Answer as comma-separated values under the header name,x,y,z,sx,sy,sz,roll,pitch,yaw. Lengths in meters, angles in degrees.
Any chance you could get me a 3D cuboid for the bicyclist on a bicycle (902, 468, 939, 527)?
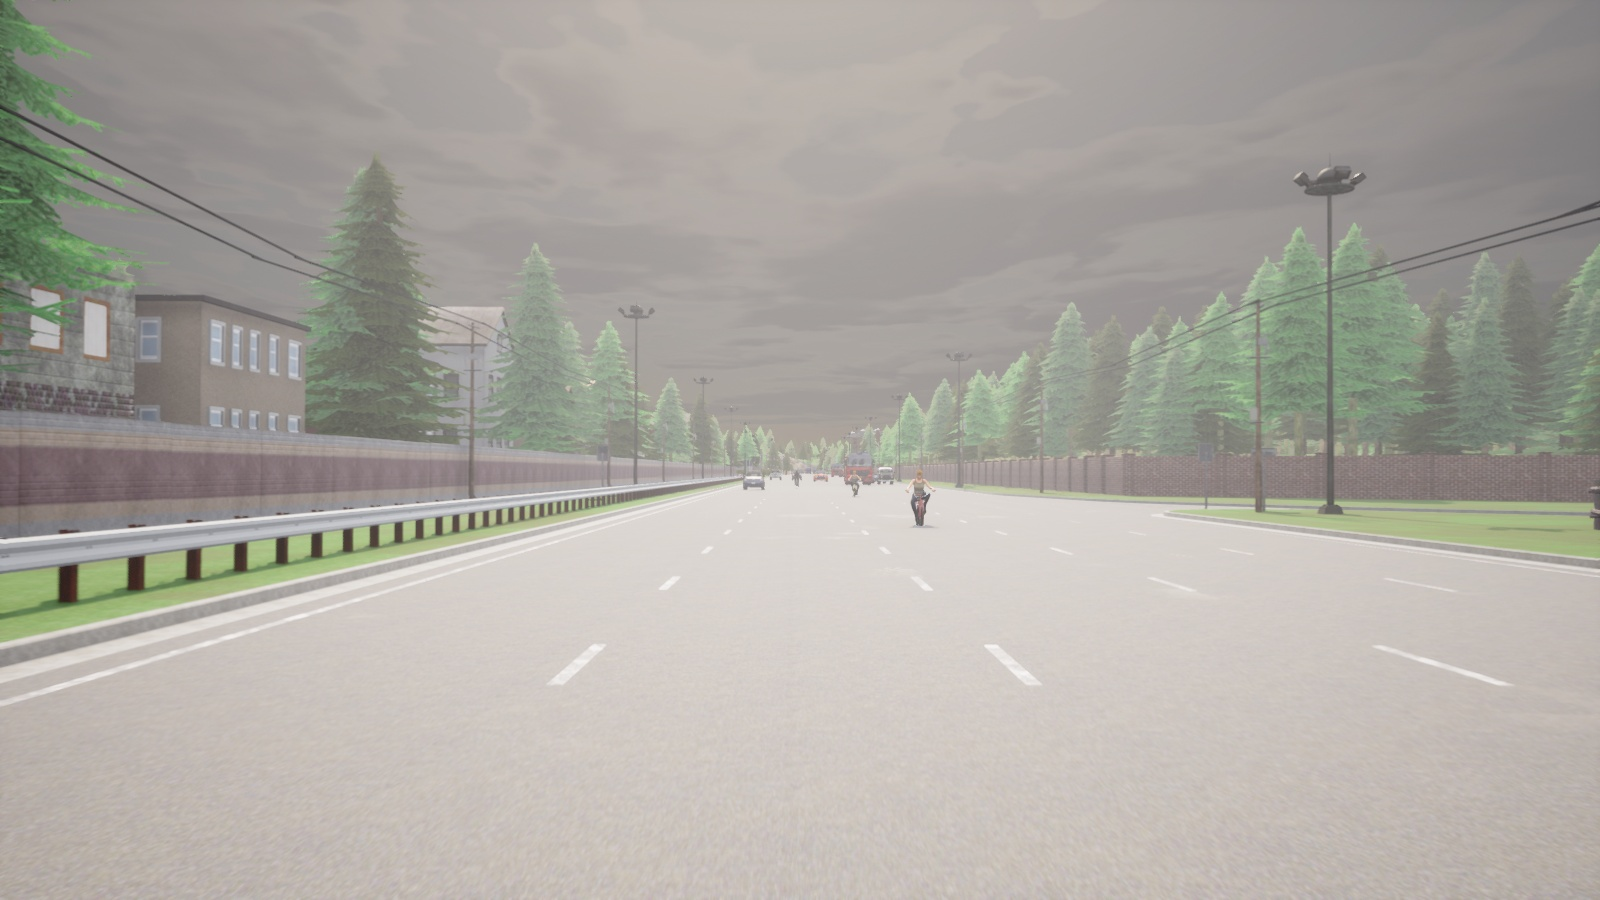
name,x,y,z,sx,sy,sz,roll,pitch,yaw
bicyclist on a bicycle,3.409,1.334,35.625,0.866,1.612,1.509,0,-1,0
